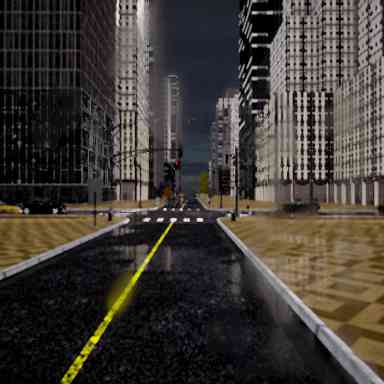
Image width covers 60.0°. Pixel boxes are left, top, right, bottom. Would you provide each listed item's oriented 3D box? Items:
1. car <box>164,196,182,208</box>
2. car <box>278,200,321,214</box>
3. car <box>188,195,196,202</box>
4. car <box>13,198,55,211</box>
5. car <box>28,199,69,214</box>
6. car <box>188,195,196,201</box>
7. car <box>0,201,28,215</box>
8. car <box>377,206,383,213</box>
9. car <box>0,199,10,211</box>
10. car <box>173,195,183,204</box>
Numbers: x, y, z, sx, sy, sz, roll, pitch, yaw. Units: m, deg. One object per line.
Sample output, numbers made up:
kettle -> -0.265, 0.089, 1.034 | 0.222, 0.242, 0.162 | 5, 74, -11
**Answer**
car -> -3.129, 1.535, 51.550 | 2.097, 1.767, 4.553 | 0, 0, 1
car -> 12.273, 1.700, 38.402 | 4.902, 1.511, 2.128 | 0, 0, -3
car -> -0.023, 1.819, 82.808 | 2.033, 1.411, 5.357 | 0, 0, 0
car -> -19.216, 1.507, 40.598 | 4.097, 1.590, 1.967 | 0, -1, -1
car -> -15.431, 1.550, 34.734 | 4.892, 1.490, 1.837 | 0, 0, -1
car -> -0.025, 1.679, 93.230 | 2.128, 1.511, 4.902 | 0, 0, 0
car -> -18.903, 1.531, 31.961 | 4.829, 1.417, 1.752 | 0, -1, -1
car -> 24.199, 1.863, 38.594 | 4.718, 1.301, 1.895 | 0, 0, -1
car -> -24.893, 1.584, 40.472 | 4.403, 1.369, 2.008 | 0, -1, -1
car -> -3.019, 1.611, 73.299 | 2.097, 1.767, 4.553 | 0, 0, 0
